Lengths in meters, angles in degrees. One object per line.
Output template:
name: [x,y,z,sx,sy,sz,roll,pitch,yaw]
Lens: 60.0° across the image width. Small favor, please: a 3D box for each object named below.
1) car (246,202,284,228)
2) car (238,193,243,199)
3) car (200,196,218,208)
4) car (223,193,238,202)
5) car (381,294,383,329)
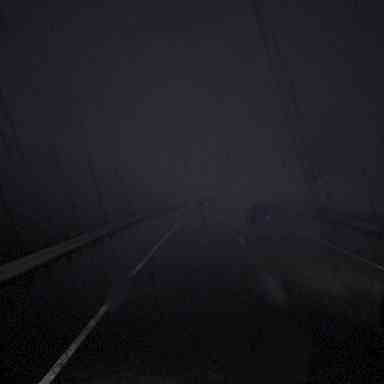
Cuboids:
car: [4.563,1.344,21.218,1.882,1.535,5.008,0,0,4]
car: [10.443,0.900,75.387,1.837,1.490,4.892,0,0,15]
car: [2.141,1.234,42.352,1.837,1.490,4.892,0,0,9]
car: [6.950,1.137,61.355,1.812,1.442,4.674,0,0,13]
car: [3.681,1.475,2.963,2.128,1.511,4.902,0,0,1]
